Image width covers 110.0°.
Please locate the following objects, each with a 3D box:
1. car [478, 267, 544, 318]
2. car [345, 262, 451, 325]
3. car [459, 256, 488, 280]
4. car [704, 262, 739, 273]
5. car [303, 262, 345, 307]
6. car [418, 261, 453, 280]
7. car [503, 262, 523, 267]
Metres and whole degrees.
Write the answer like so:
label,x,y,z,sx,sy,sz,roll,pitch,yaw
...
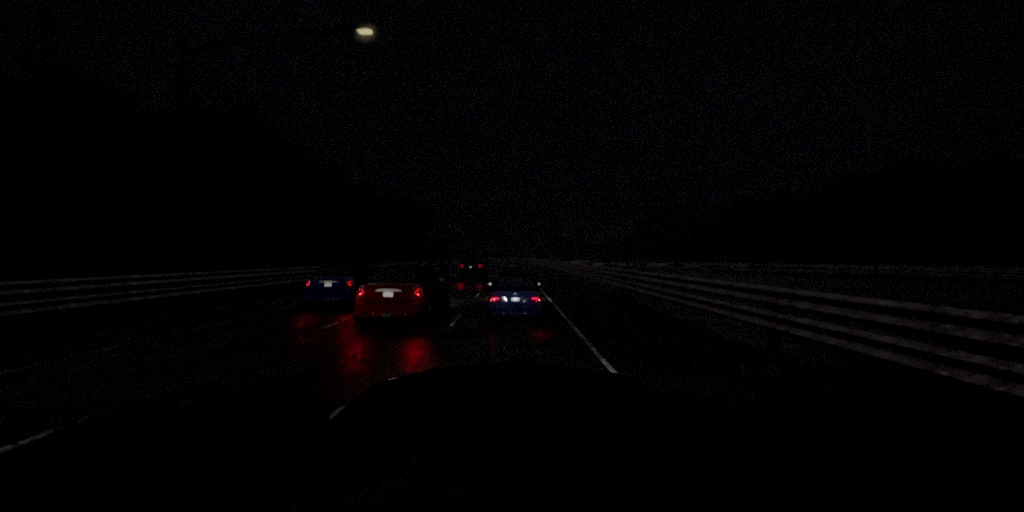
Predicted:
label,x,y,z,sx,sy,sz,roll,pitch,yaw
car,0.096,1.309,12.922,2.033,1.411,5.357,0,0,0
car,-3.399,1.102,11.973,2.097,1.767,4.553,0,-1,0
car,-3.410,1.017,32.215,2.150,2.045,5.566,0,0,0
car,28.961,1.535,49.381,2.163,1.488,4.792,0,0,-26
car,-6.905,1.113,15.576,2.097,1.767,4.553,0,0,0
car,-6.912,1.289,33.030,2.128,1.511,4.902,0,0,0
car,0.088,1.325,34.026,1.812,1.442,4.674,0,0,0
